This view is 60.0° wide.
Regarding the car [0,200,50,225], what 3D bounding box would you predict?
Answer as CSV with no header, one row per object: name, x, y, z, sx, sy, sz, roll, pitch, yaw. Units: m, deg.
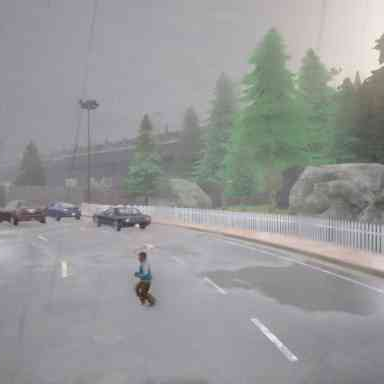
car,-12.430,1.351,24.091,4.553,1.767,2.097,0,0,44

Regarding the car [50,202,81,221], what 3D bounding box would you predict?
car,-10.733,1.526,27.223,1.812,1.442,4.674,0,0,-45

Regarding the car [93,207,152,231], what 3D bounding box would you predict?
car,-4.467,1.601,20.584,1.895,1.301,4.718,0,0,-38

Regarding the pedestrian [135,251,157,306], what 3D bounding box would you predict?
pedestrian,-0.886,1.674,6.474,0.500,1.100,0.500,0,0,-14
